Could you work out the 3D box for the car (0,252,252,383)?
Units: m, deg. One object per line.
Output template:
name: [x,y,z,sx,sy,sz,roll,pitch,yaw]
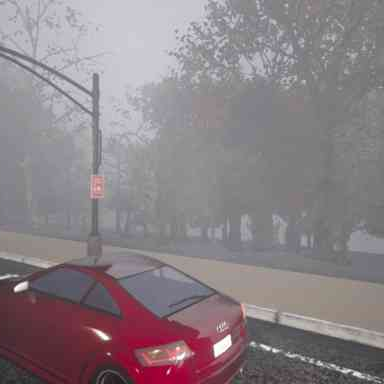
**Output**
car: [-1.314,1.563,4.618,4.181,1.385,1.994,0,0,35]
